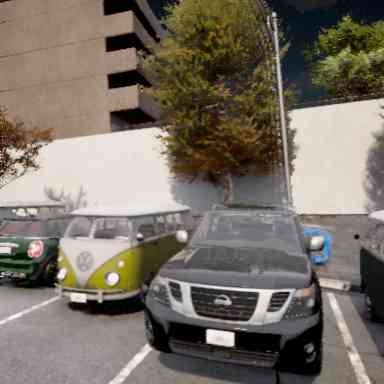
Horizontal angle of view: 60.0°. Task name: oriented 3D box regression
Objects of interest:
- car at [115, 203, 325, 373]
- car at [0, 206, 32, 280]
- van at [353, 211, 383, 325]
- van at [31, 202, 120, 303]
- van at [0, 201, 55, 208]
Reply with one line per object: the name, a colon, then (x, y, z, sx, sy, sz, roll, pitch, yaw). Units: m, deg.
car: (1.101, 1.256, 6.222, 2.435, 2.045, 5.566, 0, -1, 17)
car: (-3.729, 1.401, 9.793, 2.185, 1.767, 4.553, 0, -1, 17)
van: (3.545, 1.274, 4.578, 1.878, 1.987, 4.442, 0, -1, 17)
van: (-1.334, 1.290, 7.923, 1.878, 1.987, 4.442, 0, -1, 17)
van: (-6.104, 1.312, 11.722, 1.878, 1.987, 4.442, 0, -1, 16)
